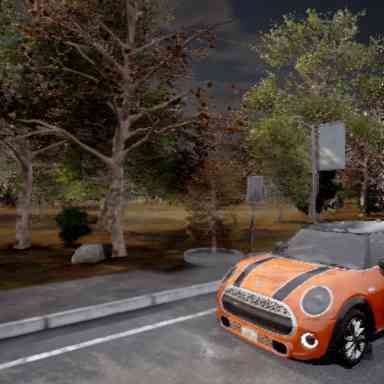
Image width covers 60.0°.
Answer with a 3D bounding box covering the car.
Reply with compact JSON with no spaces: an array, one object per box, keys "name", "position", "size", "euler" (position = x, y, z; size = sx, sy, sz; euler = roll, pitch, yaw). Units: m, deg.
[{"name":"car","position":[2.610,1.352,5.869],"size":[4.553,1.767,2.097],"euler":[0,0,-36]}]
